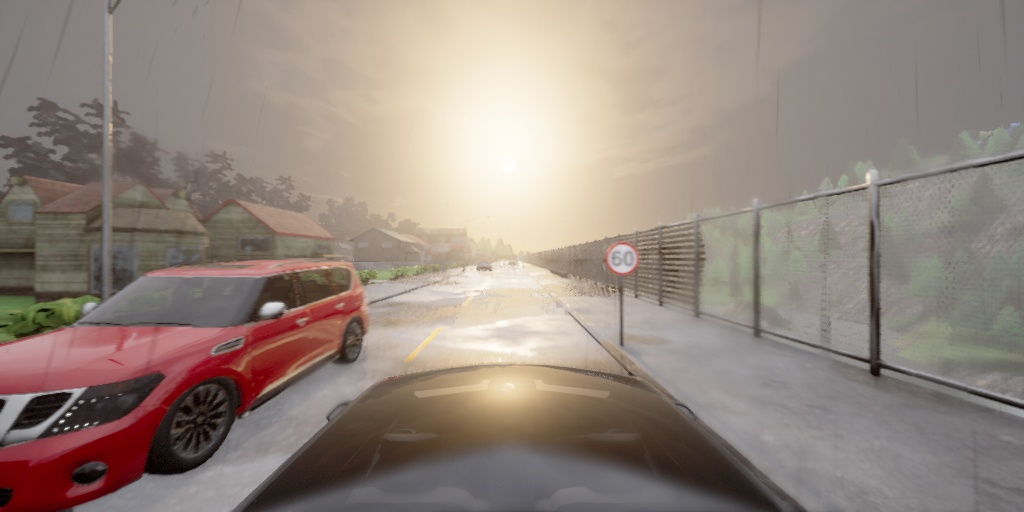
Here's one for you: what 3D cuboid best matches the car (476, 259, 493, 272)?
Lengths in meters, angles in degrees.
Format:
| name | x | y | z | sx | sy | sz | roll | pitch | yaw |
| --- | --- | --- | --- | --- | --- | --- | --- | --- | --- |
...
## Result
| name | x | y | z | sx | sy | sz | roll | pitch | yaw |
| --- | --- | --- | --- | --- | --- | --- | --- | --- | --- |
| car | -3.993 | 1.382 | 52.586 | 2.097 | 1.767 | 4.553 | 0 | 0 | 0 |

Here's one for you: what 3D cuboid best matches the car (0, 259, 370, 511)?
| name | x | y | z | sx | sy | sz | roll | pitch | yaw |
| --- | --- | --- | --- | --- | --- | --- | --- | --- | --- |
| car | -3.995 | 1.107 | 5.164 | 2.150 | 2.045 | 5.566 | 0 | 1 | 0 |
